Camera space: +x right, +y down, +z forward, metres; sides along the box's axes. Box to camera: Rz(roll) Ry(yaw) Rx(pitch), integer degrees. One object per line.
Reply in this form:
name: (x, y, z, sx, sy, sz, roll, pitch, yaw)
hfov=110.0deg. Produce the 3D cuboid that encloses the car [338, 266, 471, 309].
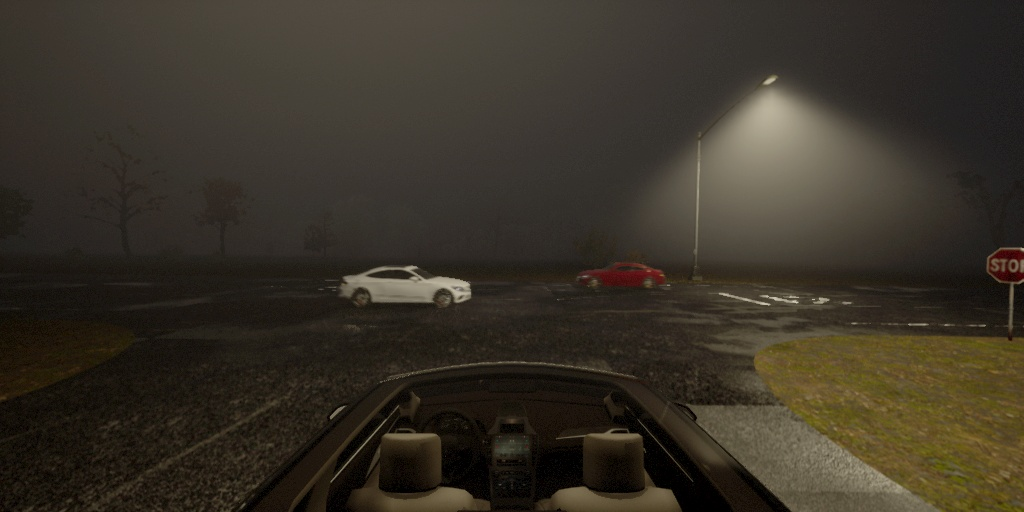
car: (-3.862, 1.079, 13.133, 4.674, 1.442, 1.812, 0, 1, 2)

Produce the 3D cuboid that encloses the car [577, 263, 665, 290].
car: (5.998, 1.087, 19.852, 4.674, 1.442, 1.812, 1, 2, 2)
